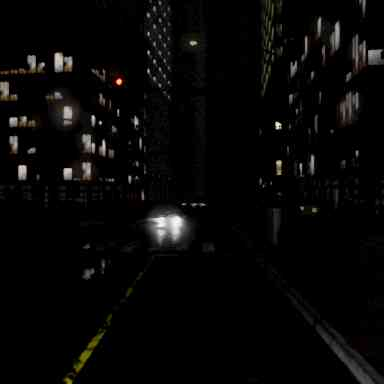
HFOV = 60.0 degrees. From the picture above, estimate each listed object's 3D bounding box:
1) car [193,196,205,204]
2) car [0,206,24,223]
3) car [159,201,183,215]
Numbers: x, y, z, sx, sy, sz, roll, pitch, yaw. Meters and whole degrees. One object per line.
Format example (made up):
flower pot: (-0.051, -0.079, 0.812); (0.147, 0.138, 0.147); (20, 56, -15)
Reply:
car: (1.293, 1.460, 63.631); (1.882, 1.535, 5.008); (0, 1, 8)
car: (-16.475, 1.861, 28.162); (4.403, 1.369, 2.008); (-1, 1, 10)
car: (-2.076, 1.605, 33.422); (1.895, 1.301, 4.718); (0, 0, 4)
